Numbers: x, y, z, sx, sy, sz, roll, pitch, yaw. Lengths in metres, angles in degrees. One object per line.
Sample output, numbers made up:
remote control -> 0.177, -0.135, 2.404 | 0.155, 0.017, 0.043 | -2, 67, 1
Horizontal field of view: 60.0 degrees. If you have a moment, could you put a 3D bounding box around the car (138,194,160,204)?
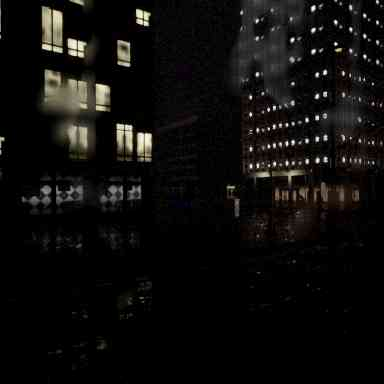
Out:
car -> -7.820, 1.203, 59.853 | 1.882, 1.535, 5.008 | -1, 1, -34

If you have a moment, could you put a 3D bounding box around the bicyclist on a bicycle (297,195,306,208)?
bicyclist on a bicycle -> 12.902, 1.117, 39.178 | 1.656, 1.620, 0.582 | -1, 1, -34

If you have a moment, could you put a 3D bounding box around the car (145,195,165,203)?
car -> -6.997, 1.237, 63.266 | 1.887, 1.381, 4.507 | 0, 0, -34

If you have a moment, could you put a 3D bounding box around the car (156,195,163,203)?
car -> -3.887, 1.035, 58.682 | 2.192, 1.841, 5.009 | 0, 0, -34

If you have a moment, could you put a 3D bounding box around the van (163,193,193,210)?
van -> -1.488, 1.210, 40.226 | 1.690, 1.788, 3.998 | 0, 0, -34
